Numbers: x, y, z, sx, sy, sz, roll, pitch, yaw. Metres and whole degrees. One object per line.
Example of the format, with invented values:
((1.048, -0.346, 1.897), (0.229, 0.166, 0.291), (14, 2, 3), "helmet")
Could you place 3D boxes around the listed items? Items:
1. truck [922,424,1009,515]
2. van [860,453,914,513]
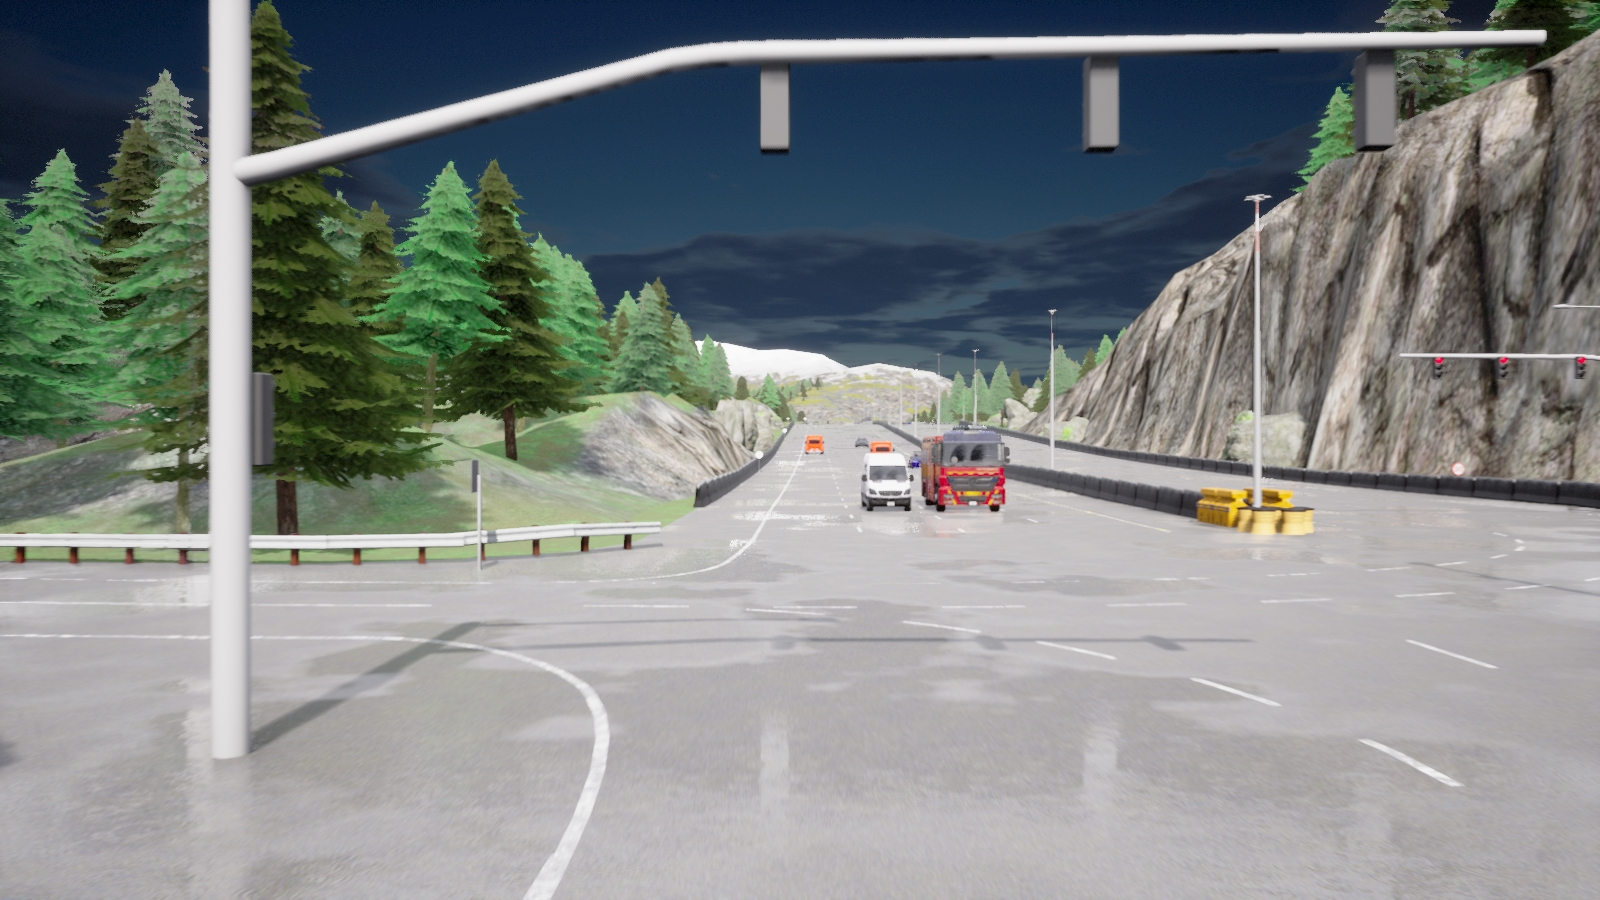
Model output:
((7.452, 0.810, 52.603), (2.891, 3.827, 8.468), (0, 0, 1), "truck")
((3.943, 1.456, 52.732), (1.988, 2.561, 5.915), (0, 0, 0), "van")
